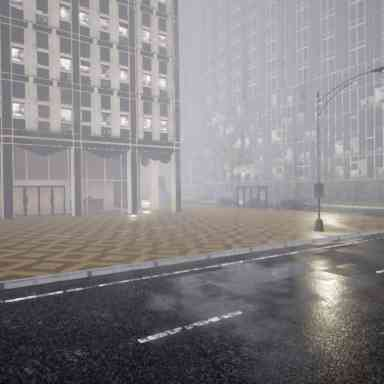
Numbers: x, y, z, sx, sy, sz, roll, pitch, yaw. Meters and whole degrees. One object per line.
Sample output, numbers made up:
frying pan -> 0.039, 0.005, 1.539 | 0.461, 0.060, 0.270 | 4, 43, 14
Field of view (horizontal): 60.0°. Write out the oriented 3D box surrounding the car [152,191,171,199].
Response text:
car -> -7.133, 0.615, 78.140 | 2.192, 1.841, 5.009 | 0, 1, -34

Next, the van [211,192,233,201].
van -> 5.738, 0.855, 59.401 | 1.690, 1.788, 3.998 | 0, 1, -34

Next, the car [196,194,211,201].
car -> 2.521, 1.043, 64.089 | 1.802, 1.307, 4.206 | 0, 1, -34

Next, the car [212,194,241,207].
car -> 5.222, 1.319, 45.262 | 1.947, 1.339, 4.313 | 0, 1, -34

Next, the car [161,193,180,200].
car -> -4.595, 0.925, 69.858 | 1.837, 1.490, 4.892 | -1, 1, -34

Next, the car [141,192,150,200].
car -> -10.823, 1.039, 68.715 | 2.008, 1.369, 4.403 | 0, 1, -34

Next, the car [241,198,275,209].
car -> 8.392, 1.388, 40.545 | 1.802, 1.307, 4.206 | 0, 1, -34

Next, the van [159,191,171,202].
van -> -4.387, 0.937, 59.343 | 1.690, 1.788, 3.998 | 0, 1, -34

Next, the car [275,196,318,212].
car -> 11.596, 1.423, 35.848 | 1.947, 1.339, 4.313 | 0, 1, -34

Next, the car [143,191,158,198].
car -> -10.351, 0.686, 82.826 | 1.967, 1.590, 4.097 | 0, 1, -34
